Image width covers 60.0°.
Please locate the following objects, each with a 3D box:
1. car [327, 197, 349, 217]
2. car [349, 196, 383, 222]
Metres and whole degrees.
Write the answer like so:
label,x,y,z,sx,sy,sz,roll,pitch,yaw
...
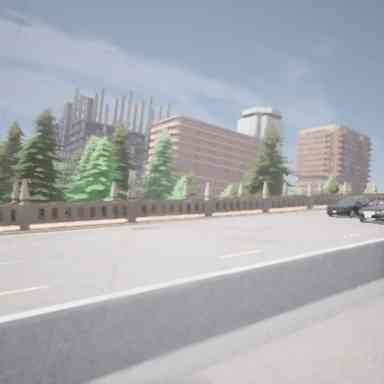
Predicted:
label,x,y,z,sx,sy,sz,roll,pitch,yaw
car,12.450,1.131,25.777,5.008,1.535,1.882,-1,1,-35
car,12.734,1.176,21.681,4.902,1.511,2.128,-1,1,-35
